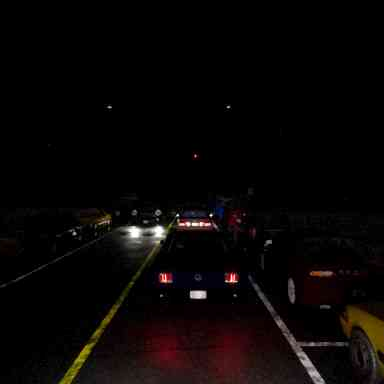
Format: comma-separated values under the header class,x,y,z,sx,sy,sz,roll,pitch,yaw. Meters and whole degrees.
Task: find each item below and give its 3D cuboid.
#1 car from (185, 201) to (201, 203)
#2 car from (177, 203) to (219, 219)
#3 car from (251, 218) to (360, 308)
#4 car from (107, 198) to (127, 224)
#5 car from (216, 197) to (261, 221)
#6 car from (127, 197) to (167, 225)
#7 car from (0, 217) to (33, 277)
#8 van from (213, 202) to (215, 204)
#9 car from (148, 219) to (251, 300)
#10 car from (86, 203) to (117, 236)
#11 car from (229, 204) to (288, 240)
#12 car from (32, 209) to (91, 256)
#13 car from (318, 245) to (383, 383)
class,x,y,z,sx,sy,sz,roll,pitch,yaw
car,0.055,1.482,27.758,1.882,1.535,5.008,0,0,0
car,0.134,1.549,17.930,2.033,1.411,5.357,0,0,0
car,2.776,1.545,7.750,1.887,1.381,4.507,0,0,0
car,-5.715,1.443,24.080,1.967,1.590,4.097,0,0,0
car,2.799,1.317,18.625,2.192,1.841,5.009,0,0,0
car,-2.986,1.354,23.759,2.097,1.767,4.553,0,0,1
car,-5.750,1.526,7.598,1.752,1.417,4.829,0,0,0
van,2.822,1.346,29.500,1.690,1.788,3.998,0,0,0
car,0.118,1.601,8.340,1.895,1.301,4.718,0,0,0
car,-5.727,1.527,18.473,1.752,1.417,4.829,0,0,0
car,2.787,1.441,13.187,1.967,1.590,4.097,0,0,0
car,-5.738,1.567,13.205,1.947,1.339,4.313,0,0,0
car,2.765,1.525,2.482,1.752,1.417,4.829,0,0,0
